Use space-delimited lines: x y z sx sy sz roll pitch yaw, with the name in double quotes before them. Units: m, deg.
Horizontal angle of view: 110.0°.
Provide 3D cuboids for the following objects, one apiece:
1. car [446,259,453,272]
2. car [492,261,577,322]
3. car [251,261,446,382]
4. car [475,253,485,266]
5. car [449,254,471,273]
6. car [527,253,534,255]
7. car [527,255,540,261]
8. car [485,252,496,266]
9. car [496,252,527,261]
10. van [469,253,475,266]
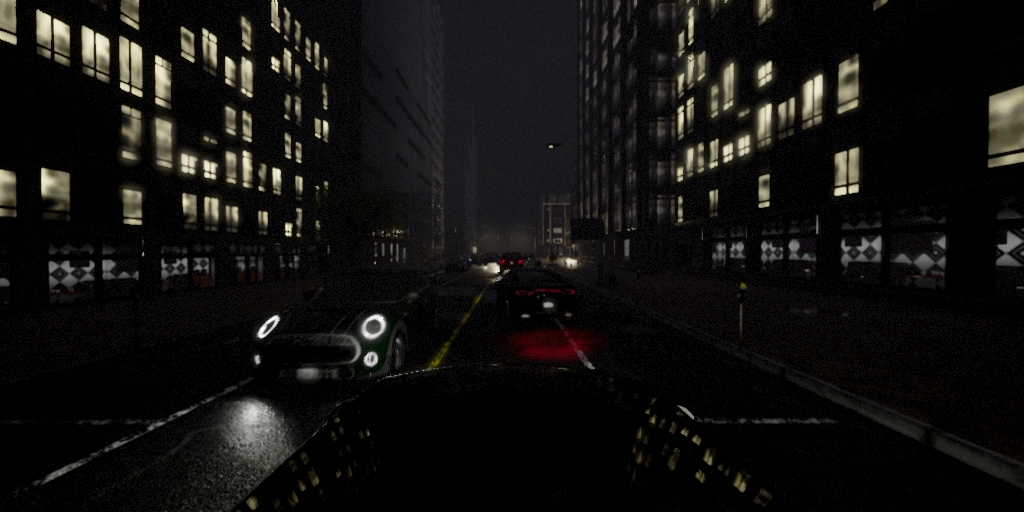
"car" -5.406 1.048 23.566 2.007 1.370 4.403 0 0 0
"car" 0.600 1.110 11.846 1.882 1.535 5.008 0 1 -8
"car" -2.871 1.037 7.263 2.097 1.767 4.553 0 1 0
"car" -5.524 0.495 51.358 2.192 1.841 5.009 0 0 0
"car" -5.453 0.810 34.683 1.967 1.591 4.097 0 0 0
"car" 2.356 0.495 51.392 2.192 1.841 5.009 0 0 0
"car" 2.403 0.857 40.275 2.007 1.370 4.403 0 0 0
"car" -2.968 0.400 53.397 2.150 2.045 5.566 0 1 0
"car" -0.032 0.617 32.616 2.150 2.045 5.566 0 1 0
"van" -5.477 0.647 40.241 1.690 1.789 3.998 0 0 0
